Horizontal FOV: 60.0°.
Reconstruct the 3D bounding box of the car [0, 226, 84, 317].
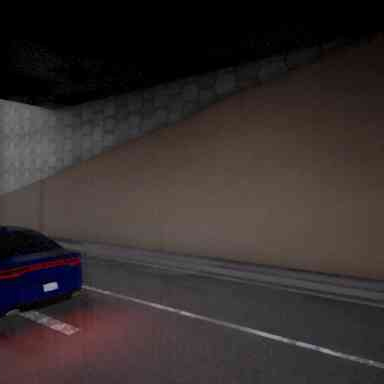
[{"bbox_3d":[-4.433,1.470,7.155,5.008,1.535,1.882,0,0,36],"label":"car"}]
